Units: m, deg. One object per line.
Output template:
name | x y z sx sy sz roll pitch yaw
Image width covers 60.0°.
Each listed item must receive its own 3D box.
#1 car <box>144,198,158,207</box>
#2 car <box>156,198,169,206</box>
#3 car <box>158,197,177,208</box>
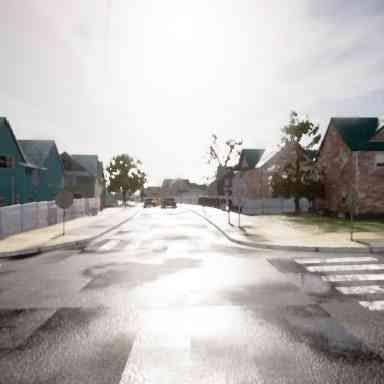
car | -7.156 1.800 56.123 1.837 1.490 4.892 0 -1 -10
car | -5.620 1.846 62.378 1.882 1.535 5.008 0 -1 -12
car | -3.695 1.607 52.441 2.097 1.767 4.553 0 -1 -10
